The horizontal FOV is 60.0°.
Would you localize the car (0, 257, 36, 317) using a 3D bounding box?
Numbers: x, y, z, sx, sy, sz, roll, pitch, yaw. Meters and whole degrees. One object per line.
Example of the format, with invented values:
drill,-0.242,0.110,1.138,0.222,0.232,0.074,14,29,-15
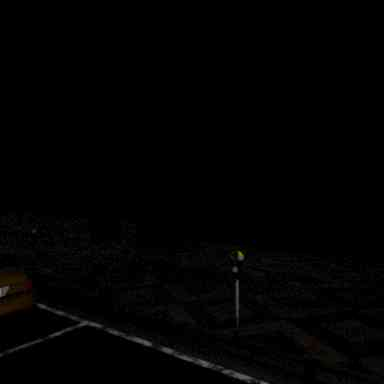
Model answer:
car,-4.974,1.575,6.544,4.829,1.417,1.752,0,0,36
